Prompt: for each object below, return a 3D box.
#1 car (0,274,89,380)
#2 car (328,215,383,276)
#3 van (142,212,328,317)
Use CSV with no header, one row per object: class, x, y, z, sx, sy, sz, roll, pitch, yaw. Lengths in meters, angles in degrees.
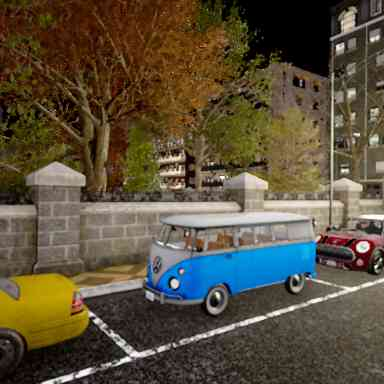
car,-3.757,1.522,3.871,4.829,1.417,1.752,0,1,-35
car,5.531,1.480,10.476,4.097,1.590,1.967,0,1,-35
van,0.958,1.360,7.222,3.998,1.788,1.690,0,1,-35
